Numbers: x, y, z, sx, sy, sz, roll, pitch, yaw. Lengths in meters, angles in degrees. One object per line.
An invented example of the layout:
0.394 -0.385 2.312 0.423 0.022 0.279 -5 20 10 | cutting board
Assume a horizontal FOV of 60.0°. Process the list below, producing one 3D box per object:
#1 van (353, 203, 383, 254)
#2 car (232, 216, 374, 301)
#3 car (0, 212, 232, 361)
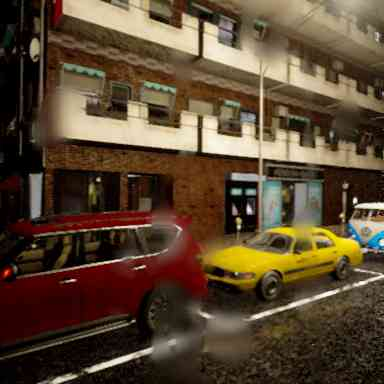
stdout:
7.003 1.254 11.489 3.998 1.788 1.690 -1 1 -35 | van
2.324 1.479 8.205 4.829 1.417 1.752 -1 1 -35 | car
-2.049 1.307 5.077 5.009 1.841 2.192 0 1 -35 | car
